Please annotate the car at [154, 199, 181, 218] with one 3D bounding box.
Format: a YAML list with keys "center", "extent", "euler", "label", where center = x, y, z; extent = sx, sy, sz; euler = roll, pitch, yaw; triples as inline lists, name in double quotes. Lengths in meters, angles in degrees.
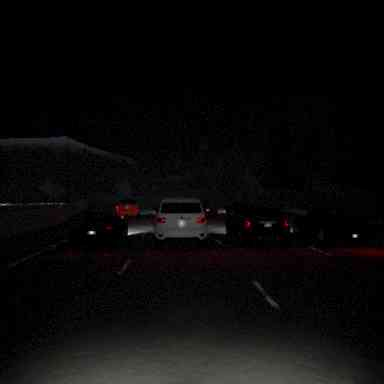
- center: [-2.358, 1.493, 30.851]
  extent: [2.128, 1.511, 4.902]
  euler: [0, 0, -9]
  label: "car"

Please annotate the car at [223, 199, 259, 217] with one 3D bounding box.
- center: [4.563, 1.493, 31.903]
  extent: [2.128, 1.511, 4.902]
  euler: [0, 0, -9]
  label: "car"

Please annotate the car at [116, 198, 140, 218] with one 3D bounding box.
- center: [-5.814, 1.363, 30.296]
  extent: [2.097, 1.767, 4.553]
  euler: [0, 0, -9]
  label: "car"

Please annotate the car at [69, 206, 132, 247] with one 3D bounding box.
- center: [-4.080, 1.569, 15.031]
  extent: [1.994, 1.385, 4.181]
  euler: [0, 0, -4]
  label: "car"

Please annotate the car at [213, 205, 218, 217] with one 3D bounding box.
- center: [1.102, 1.570, 31.377]
  extent: [1.994, 1.385, 4.181]
  euler: [0, 0, -9]
  label: "car"

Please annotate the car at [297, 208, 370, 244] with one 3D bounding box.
- center: [6.390, 1.514, 15.823]
  extent: [1.837, 1.490, 4.892]
  euler: [0, 0, -4]
  label: "car"

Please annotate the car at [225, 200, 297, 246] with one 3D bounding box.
- center: [2.902, 1.363, 15.529]
  extent: [2.097, 1.767, 4.553]
  euler: [0, 0, -4]
  label: "car"

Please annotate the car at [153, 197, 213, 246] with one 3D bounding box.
- center: [-0.593, 1.255, 15.325]
  extent: [2.150, 2.045, 5.566]
  euler: [0, 0, -4]
  label: "car"
